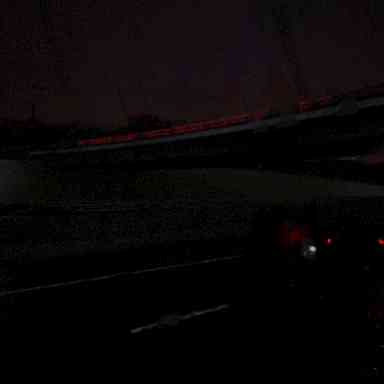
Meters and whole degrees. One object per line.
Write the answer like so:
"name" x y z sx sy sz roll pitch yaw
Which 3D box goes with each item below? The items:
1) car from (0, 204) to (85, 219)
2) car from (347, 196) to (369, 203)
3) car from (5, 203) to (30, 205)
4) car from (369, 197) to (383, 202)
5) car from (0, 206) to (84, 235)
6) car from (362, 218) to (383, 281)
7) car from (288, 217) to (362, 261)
"car" -7.530 1.491 15.818 4.892 1.490 1.837 0 0 -36
"car" 23.706 1.309 46.676 5.008 1.535 1.882 0 0 -35
"car" -11.604 1.490 21.510 4.892 1.490 1.837 0 0 -36
"car" 25.982 1.338 44.002 4.892 1.490 1.837 1 0 -35
"car" -8.905 1.583 19.136 4.718 1.301 1.895 0 0 -36
"car" 6.595 1.306 8.453 4.553 1.767 2.097 0 0 -36
"car" 5.736 1.548 12.140 4.718 1.301 1.895 0 0 -36
